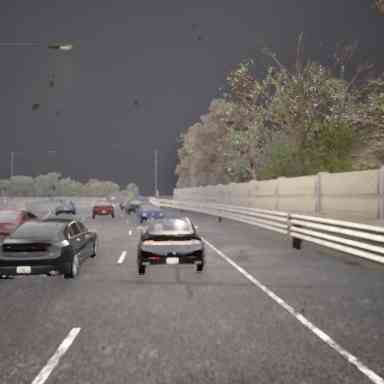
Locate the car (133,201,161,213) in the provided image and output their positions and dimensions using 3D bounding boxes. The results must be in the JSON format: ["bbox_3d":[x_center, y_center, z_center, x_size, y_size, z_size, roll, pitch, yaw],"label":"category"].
[{"bbox_3d":[-3.358,1.673,26.314,1.895,1.301,4.718,0,0,-14],"label":"car"}]

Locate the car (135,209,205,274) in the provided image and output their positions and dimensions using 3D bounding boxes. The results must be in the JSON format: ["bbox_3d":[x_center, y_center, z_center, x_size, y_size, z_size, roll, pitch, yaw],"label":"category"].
[{"bbox_3d":[-0.754,1.517,10.691,2.128,1.511,4.902,0,0,-6],"label":"car"}]

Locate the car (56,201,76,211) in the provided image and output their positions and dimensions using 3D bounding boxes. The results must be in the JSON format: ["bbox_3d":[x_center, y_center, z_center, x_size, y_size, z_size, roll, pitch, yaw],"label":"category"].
[{"bbox_3d":[-13.653,1.694,36.112,1.994,1.385,4.181,0,0,-19],"label":"car"}]

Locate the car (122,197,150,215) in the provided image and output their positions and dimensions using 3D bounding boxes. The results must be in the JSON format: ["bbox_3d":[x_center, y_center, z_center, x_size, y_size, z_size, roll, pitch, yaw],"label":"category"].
[{"bbox_3d":[-6.148,1.581,35.870,1.882,1.535,5.008,0,0,-16],"label":"car"}]

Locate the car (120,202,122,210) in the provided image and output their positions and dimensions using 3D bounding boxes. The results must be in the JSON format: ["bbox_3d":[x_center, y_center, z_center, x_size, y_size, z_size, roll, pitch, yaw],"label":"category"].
[{"bbox_3d":[-8.785,1.735,45.141,1.895,1.301,4.718,0,0,-15],"label":"car"}]

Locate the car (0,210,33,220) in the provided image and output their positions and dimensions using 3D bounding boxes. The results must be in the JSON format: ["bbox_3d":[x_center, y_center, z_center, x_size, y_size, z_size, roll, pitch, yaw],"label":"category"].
[{"bbox_3d":[-8.372,1.591,15.852,1.812,1.442,4.674,0,0,-8],"label":"car"}]

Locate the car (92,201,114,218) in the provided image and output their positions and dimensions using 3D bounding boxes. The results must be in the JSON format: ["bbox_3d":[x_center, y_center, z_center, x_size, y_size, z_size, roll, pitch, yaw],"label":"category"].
[{"bbox_3d":[-8.469,1.580,31.644,1.882,1.535,5.008,0,0,-17],"label":"car"}]

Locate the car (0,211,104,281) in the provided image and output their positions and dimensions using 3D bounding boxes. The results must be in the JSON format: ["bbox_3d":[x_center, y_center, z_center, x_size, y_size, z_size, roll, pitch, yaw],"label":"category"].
[{"bbox_3d":[-4.098,1.542,10.057,1.837,1.490,4.892,0,0,-6],"label":"car"}]
